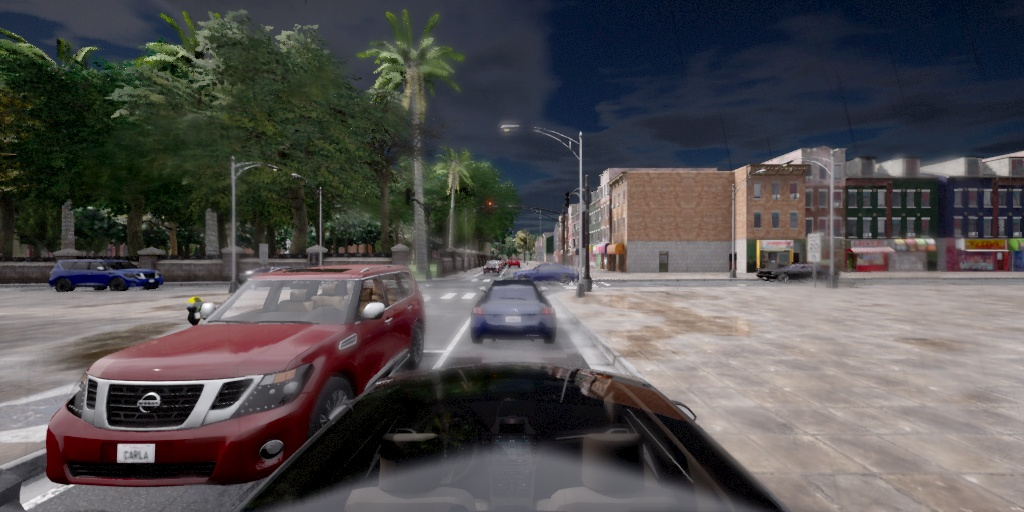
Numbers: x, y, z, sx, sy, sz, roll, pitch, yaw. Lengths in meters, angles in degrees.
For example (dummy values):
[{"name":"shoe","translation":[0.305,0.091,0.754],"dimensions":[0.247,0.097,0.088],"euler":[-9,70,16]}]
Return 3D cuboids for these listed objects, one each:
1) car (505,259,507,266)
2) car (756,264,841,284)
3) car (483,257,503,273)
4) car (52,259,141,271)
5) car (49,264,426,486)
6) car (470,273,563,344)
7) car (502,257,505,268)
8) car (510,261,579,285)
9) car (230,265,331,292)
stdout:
[{"name":"car","translation":[-2.280,1.485,60.240],"dimensions":[1.802,1.307,4.207],"euler":[0,0,0]},{"name":"car","translation":[20.028,1.220,25.269],"dimensions":[4.718,1.301,1.895],"euler":[0,0,0]},{"name":"car","translation":[-2.385,1.268,43.175],"dimensions":[1.967,1.591,4.097],"euler":[0,0,0]},{"name":"car","translation":[-25.407,1.222,22.544],"dimensions":[5.566,2.045,2.150],"euler":[0,0,0]},{"name":"car","translation":[-2.621,1.065,5.029],"dimensions":[2.192,1.841,5.009],"euler":[0,0,0]},{"name":"car","translation":[0.045,1.316,9.644],"dimensions":[1.994,1.385,4.181],"euler":[0,0,1]},{"name":"car","translation":[-2.349,1.291,48.862],"dimensions":[1.967,1.591,4.097],"euler":[0,0,0]},{"name":"car","translation":[2.352,1.282,25.359],"dimensions":[4.674,1.442,1.812],"euler":[0,0,0]},{"name":"car","translation":[-14.344,1.386,22.480],"dimensions":[4.902,1.511,2.128],"euler":[-1,0,-1]}]
